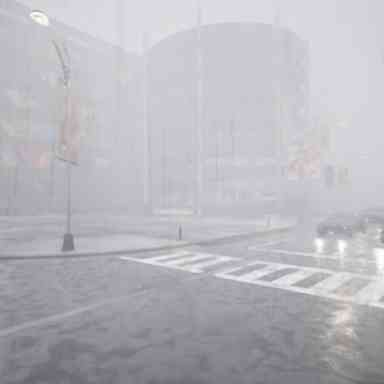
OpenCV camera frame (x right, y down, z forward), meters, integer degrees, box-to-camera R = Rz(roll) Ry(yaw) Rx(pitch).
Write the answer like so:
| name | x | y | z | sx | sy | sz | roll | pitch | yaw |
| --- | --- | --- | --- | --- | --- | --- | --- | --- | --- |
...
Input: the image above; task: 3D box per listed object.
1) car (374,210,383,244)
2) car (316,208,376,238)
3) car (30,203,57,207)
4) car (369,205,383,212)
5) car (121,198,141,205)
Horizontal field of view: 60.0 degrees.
| name | x | y | z | sx | sy | sz | roll | pitch | yaw |
| --- | --- | --- | --- | --- | --- | --- | --- | --- | --- |
| car | 10.957 | 1.792 | 16.881 | 1.837 | 1.490 | 4.892 | -1 | -1 | 40 |
| car | 9.413 | 1.901 | 20.452 | 2.033 | 1.411 | 5.357 | -1 | -1 | 40 |
| car | -20.752 | 2.158 | 45.062 | 4.674 | 1.452 | 2.002 | -1 | -1 | 40 |
| car | 15.522 | 1.953 | 27.819 | 1.882 | 1.535 | 5.008 | -1 | -1 | 39 |
| car | -13.728 | 2.354 | 73.077 | 5.566 | 2.045 | 2.435 | -1 | -1 | 40 |
